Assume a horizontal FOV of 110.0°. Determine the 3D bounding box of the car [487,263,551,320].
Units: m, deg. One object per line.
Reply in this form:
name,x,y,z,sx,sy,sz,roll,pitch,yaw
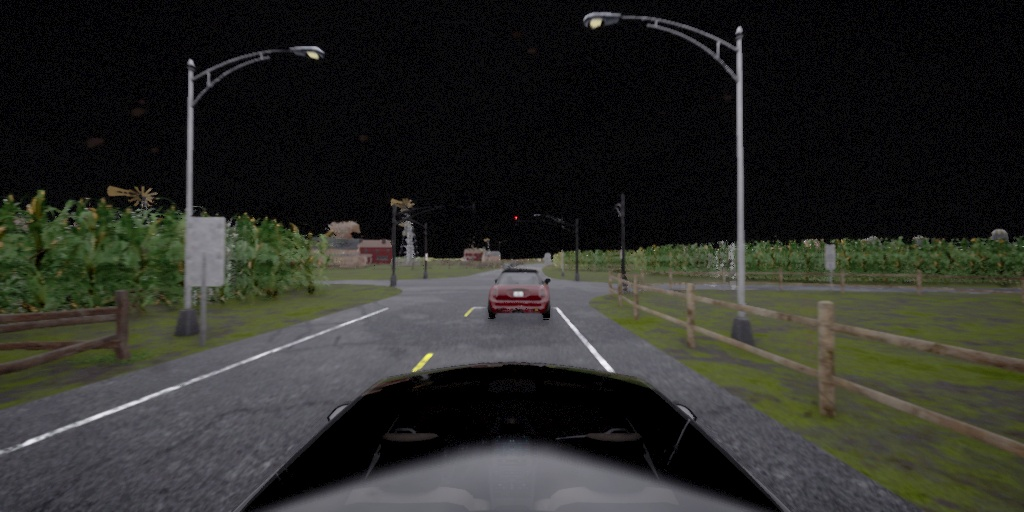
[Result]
car,0.395,1.258,13.640,2.097,1.767,4.553,0,-1,5
